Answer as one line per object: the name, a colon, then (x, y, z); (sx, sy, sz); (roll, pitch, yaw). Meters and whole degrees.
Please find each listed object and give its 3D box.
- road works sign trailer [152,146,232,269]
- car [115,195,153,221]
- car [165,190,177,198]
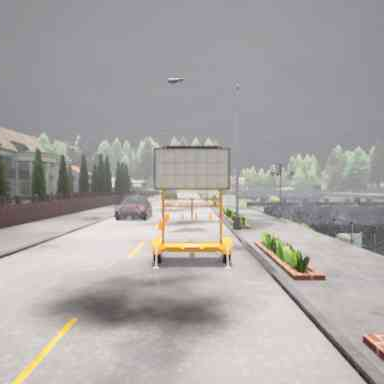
road works sign trailer: (0.003, 0.331, 10.641); (2.380, 3.560, 2.880); (0, 1, 0)
car: (-4.093, 1.054, 23.920); (2.097, 1.767, 4.553); (0, 1, 0)
car: (-4.015, 0.423, 64.388); (2.150, 2.045, 5.566); (0, 1, 1)
